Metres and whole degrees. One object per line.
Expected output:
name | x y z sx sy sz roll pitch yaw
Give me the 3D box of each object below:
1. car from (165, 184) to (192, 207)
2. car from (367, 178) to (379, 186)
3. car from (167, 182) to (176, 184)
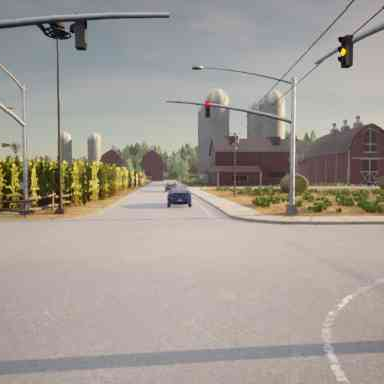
car | -1.103 0.354 27.571 1.882 1.535 5.008 0 3 -4
car | 42.395 -2.310 77.479 1.905 1.878 3.866 10 10 41
car | -3.323 -0.797 52.803 2.128 1.511 4.902 0 3 -5
